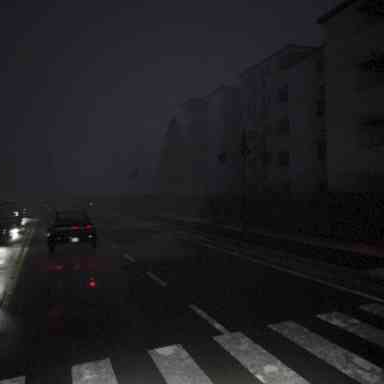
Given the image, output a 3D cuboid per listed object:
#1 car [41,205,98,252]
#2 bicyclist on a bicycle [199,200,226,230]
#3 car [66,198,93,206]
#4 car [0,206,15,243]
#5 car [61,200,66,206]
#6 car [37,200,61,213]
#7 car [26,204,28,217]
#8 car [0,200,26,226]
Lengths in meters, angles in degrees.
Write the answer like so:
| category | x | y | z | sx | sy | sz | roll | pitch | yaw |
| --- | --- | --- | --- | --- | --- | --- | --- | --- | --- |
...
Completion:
| category | x | y | z | sx | sy | sz | roll | pitch | yaw |
| --- | --- | --- | --- | --- | --- | --- | --- | --- | --- |
| car | -5.301 | 1.567 | 14.518 | 2.128 | 1.511 | 4.902 | -1 | 0 | -24 |
| bicyclist on a bicycle | 1.118 | 1.247 | 18.005 | 1.656 | 1.620 | 0.582 | -1 | 0 | -24 |
| car | -13.665 | 1.540 | 40.958 | 2.097 | 1.767 | 4.553 | -1 | 0 | -29 |
| car | -10.196 | 1.670 | 16.477 | 1.837 | 1.490 | 4.892 | -1 | 0 | -24 |
| car | -18.895 | 1.838 | 48.840 | 1.994 | 1.385 | 4.181 | -1 | 0 | -40 |
| car | -18.351 | 1.782 | 41.974 | 1.837 | 1.490 | 4.892 | -1 | 1 | -33 |
| car | -17.830 | 1.632 | 33.623 | 2.097 | 1.767 | 4.553 | -1 | 0 | -25 |
| car | -13.845 | 1.572 | 24.774 | 2.097 | 1.767 | 4.553 | -1 | 0 | -24 |
